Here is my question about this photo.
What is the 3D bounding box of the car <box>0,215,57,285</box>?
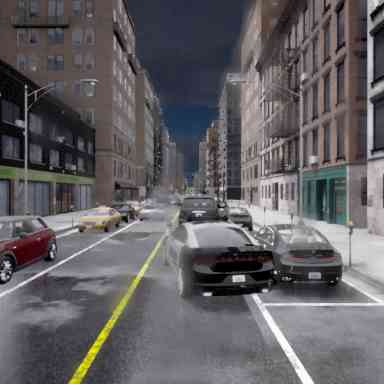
[{"bbox_3d":[-5.408,1.440,9.272,1.967,1.590,4.097,0,0,0],"label":"car"}]

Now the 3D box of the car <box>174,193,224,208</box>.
[{"bbox_3d":[0.439,1.221,18.875,2.150,2.045,5.566,0,0,2],"label":"car"}]

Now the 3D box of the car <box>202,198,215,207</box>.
[{"bbox_3d":[2.514,1.568,52.584,1.802,1.307,4.206,0,0,0],"label":"car"}]

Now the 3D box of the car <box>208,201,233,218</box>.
[{"bbox_3d":[2.566,1.563,30.933,1.947,1.339,4.313,0,0,0],"label":"car"}]

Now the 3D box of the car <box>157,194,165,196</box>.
[{"bbox_3d":[-5.524,1.297,57.986,2.192,1.841,5.009,0,0,0],"label":"car"}]

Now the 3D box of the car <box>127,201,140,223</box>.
[{"bbox_3d":[-5.447,1.564,25.510,1.947,1.339,4.313,0,0,0],"label":"car"}]

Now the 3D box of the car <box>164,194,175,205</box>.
[{"bbox_3d":[-2.872,1.478,52.137,2.128,1.511,4.902,0,0,0],"label":"car"}]

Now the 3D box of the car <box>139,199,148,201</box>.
[{"bbox_3d":[-5.459,1.523,30.753,1.752,1.417,4.829,0,0,0],"label":"car"}]

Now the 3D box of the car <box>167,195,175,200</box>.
[{"bbox_3d":[-5.600,1.502,89.904,1.887,1.381,4.507,0,0,0],"label":"car"}]

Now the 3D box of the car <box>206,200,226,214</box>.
[{"bbox_3d":[2.553,1.562,36.345,1.947,1.339,4.313,0,0,0],"label":"car"}]

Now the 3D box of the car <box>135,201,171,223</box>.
[{"bbox_3d":[-2.909,1.598,25.873,1.895,1.301,4.718,0,0,0],"label":"car"}]

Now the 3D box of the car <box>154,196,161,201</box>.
[{"bbox_3d":[-5.485,1.544,41.748,2.008,1.369,4.403,0,0,0],"label":"car"}]

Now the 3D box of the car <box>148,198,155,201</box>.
[{"bbox_3d":[-5.472,1.578,36.336,1.802,1.307,4.206,0,0,0],"label":"car"}]

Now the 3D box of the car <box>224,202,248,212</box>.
[{"bbox_3d":[2.591,1.549,20.107,2.008,1.369,4.403,0,0,0],"label":"car"}]

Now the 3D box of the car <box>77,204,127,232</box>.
[{"bbox_3d":[-5.433,1.524,19.927,1.752,1.417,4.829,0,0,0],"label":"car"}]

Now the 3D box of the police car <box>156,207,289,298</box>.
[{"bbox_3d":[0.362,1.424,8.790,1.930,1.638,5.238,0,0,-12],"label":"police car"}]

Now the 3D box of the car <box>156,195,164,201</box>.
[{"bbox_3d":[-5.498,1.541,47.161,2.008,1.369,4.403,0,0,0],"label":"car"}]

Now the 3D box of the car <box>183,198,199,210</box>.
[{"bbox_3d":[-0.095,1.539,45.325,2.033,1.411,5.357,0,0,0],"label":"car"}]

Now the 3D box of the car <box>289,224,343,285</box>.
[{"bbox_3d":[2.617,1.550,9.282,2.008,1.369,4.403,0,0,0],"label":"car"}]

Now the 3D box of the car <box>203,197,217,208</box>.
[{"bbox_3d":[2.527,1.515,47.341,1.752,1.417,4.829,0,0,0],"label":"car"}]

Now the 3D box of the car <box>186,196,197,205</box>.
[{"bbox_3d":[-0.140,1.507,59.349,1.812,1.442,4.674,0,0,0],"label":"car"}]

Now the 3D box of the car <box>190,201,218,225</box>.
[{"bbox_3d":[0.768,1.476,24.806,1.882,1.535,5.008,0,0,0],"label":"car"}]
